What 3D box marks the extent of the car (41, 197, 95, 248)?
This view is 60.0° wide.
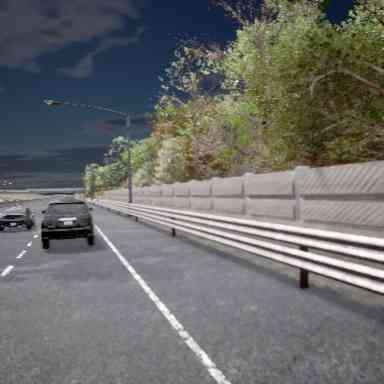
[{"bbox_3d":[-6.000,1.388,16.148,2.150,2.045,5.566,-2,0,-20],"label":"car"}]

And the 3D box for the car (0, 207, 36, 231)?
[{"bbox_3d":[-12.418,1.873,23.845,1.837,1.490,4.892,-2,0,-20],"label":"car"}]

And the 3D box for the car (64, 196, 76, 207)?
[{"bbox_3d":[-26.114,2.016,71.240,2.150,2.045,5.566,-2,0,-20],"label":"car"}]
